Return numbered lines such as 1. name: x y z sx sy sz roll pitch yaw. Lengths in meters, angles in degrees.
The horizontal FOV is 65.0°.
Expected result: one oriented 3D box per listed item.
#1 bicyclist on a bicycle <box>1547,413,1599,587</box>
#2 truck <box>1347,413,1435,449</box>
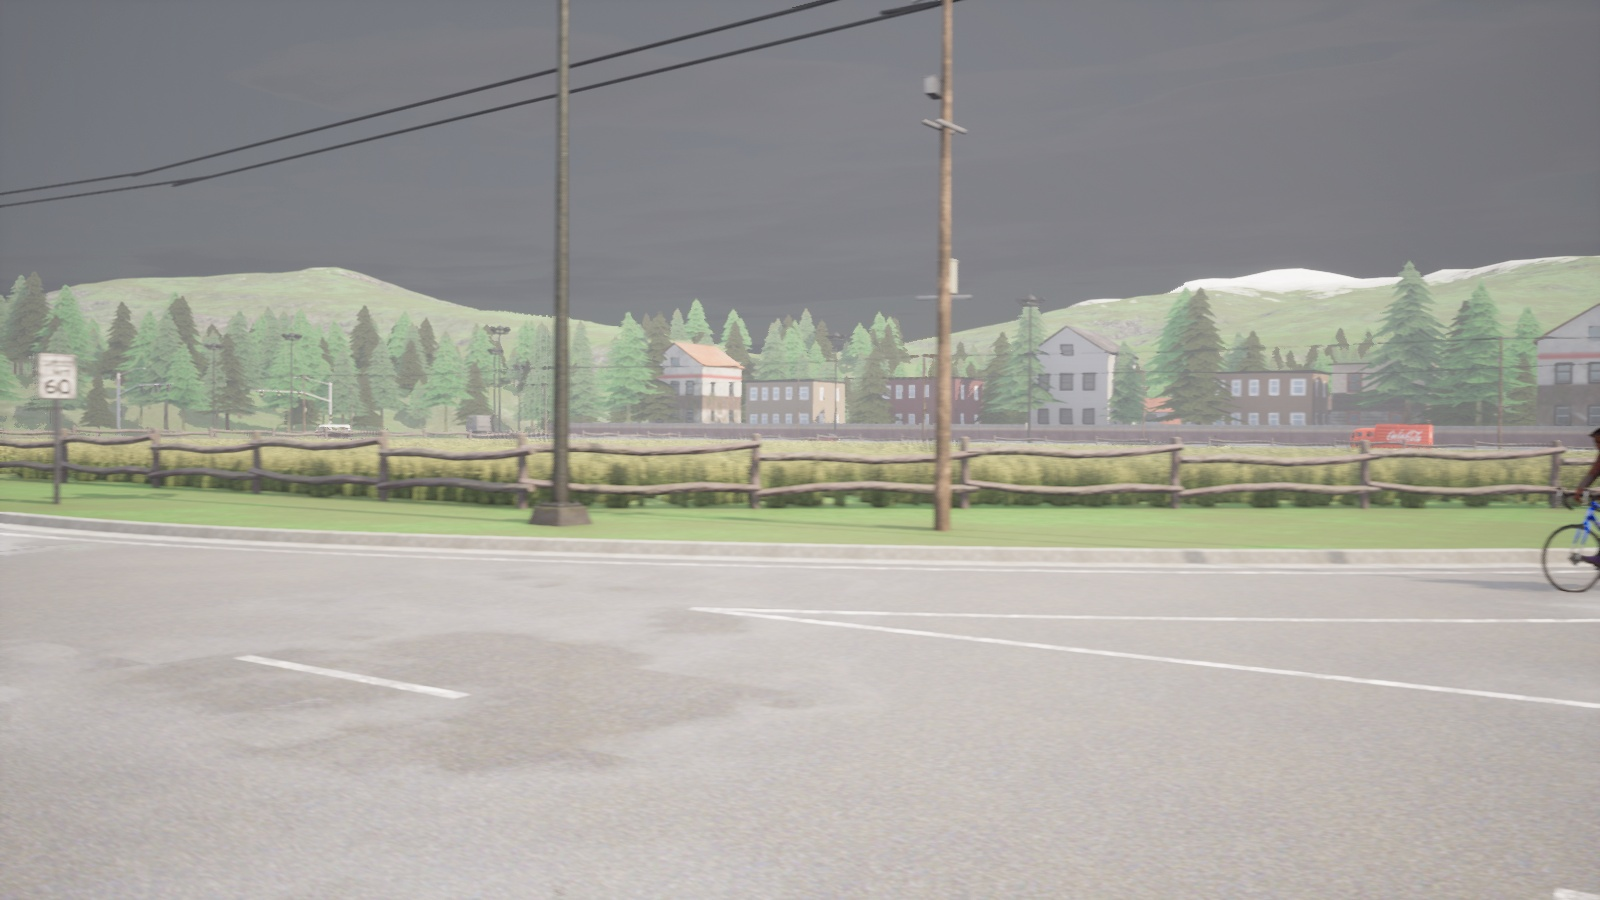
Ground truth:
1. bicyclist on a bicycle: 8.153 0.445 12.087 1.656 1.620 0.582 -1 1 -10
2. truck: 41.304 -1.322 87.736 5.204 2.467 2.627 0 1 34
